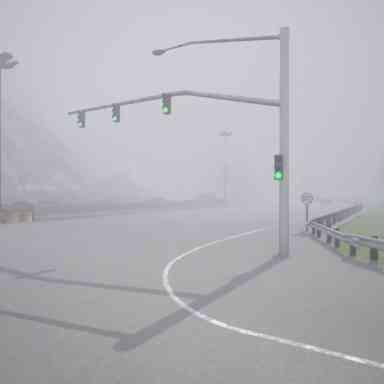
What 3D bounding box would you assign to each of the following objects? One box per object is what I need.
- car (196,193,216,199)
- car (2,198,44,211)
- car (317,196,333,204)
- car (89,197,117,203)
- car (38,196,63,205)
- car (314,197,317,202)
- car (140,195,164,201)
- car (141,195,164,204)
[{"bbox_3d":[2.619,1.161,61.421,2.150,2.045,5.566,0,1,25],"label":"car"},{"bbox_3d":[-16.218,1.501,30.288,1.994,1.385,4.181,0,0,33],"label":"car"},{"bbox_3d":[25.604,1.549,63.310,1.994,1.385,4.181,0,0,16],"label":"car"},{"bbox_3d":[-10.791,1.540,38.800,1.895,1.301,4.718,0,0,33],"label":"car"},{"bbox_3d":[-19.677,1.268,44.397,2.097,1.767,4.553,0,0,32],"label":"car"},{"bbox_3d":[28.159,1.520,72.898,2.033,1.411,5.357,0,0,7],"label":"car"},{"bbox_3d":[-5.749,1.431,46.778,2.128,1.511,4.902,0,0,32],"label":"car"},{"bbox_3d":[-7.521,1.408,64.504,2.128,1.511,4.902,0,1,26],"label":"car"}]
